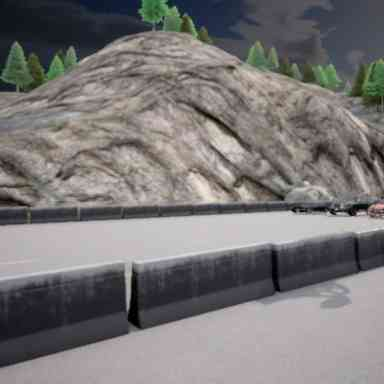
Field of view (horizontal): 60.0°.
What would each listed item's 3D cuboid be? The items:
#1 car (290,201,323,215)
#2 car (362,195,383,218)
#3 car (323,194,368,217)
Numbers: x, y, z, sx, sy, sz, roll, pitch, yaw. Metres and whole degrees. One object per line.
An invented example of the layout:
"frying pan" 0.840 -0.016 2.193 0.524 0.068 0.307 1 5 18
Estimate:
"car" 12.282 1.629 34.258 4.718 1.301 1.895 0 0 -35
"car" 17.471 1.382 29.358 4.553 1.767 2.097 0 0 -35
"car" 15.593 1.251 32.321 5.566 2.045 2.150 0 0 -35
